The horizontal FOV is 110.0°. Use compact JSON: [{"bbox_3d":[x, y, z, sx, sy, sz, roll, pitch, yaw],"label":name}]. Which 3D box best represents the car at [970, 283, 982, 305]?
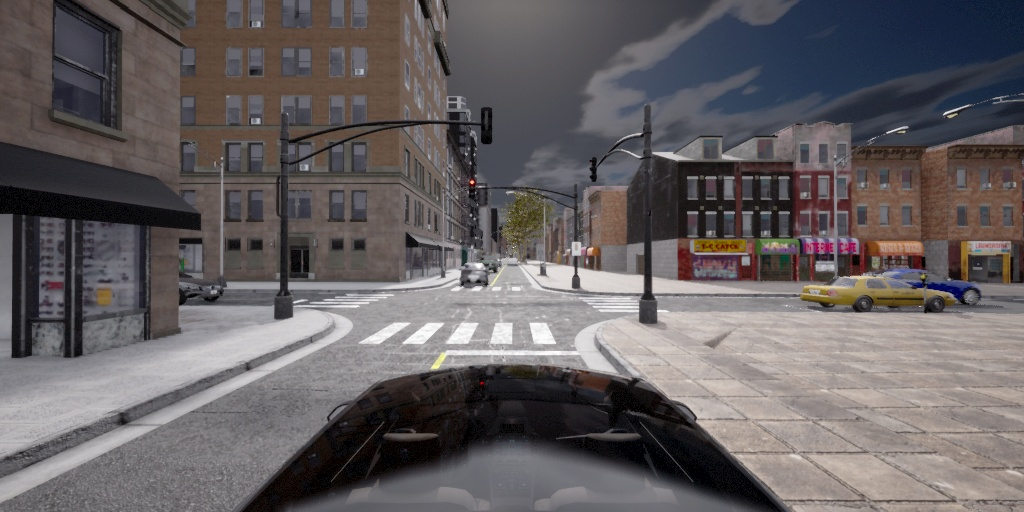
[{"bbox_3d":[17.988,1.343,16.217,5.008,1.535,1.882,0,0,0],"label":"car"}]

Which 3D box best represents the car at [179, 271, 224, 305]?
[{"bbox_3d":[-14.412,1.195,14.520,4.674,1.442,1.812,0,0,0],"label":"car"}]

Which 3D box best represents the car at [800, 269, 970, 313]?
[{"bbox_3d":[13.881,1.346,13.694,4.829,1.417,1.751,0,0,0],"label":"car"}]

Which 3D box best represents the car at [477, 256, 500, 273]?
[{"bbox_3d":[-2.862,0.953,42.430,2.150,2.045,5.566,0,0,0],"label":"car"}]

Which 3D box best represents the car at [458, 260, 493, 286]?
[{"bbox_3d":[-2.617,1.232,24.824,2.128,1.511,4.902,0,0,-5],"label":"car"}]

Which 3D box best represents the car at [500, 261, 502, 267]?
[{"bbox_3d":[-2.777,1.292,63.102,1.994,1.385,4.181,0,0,0],"label":"car"}]
